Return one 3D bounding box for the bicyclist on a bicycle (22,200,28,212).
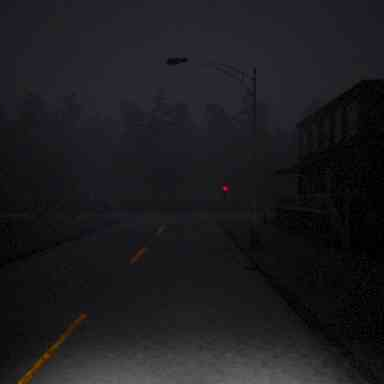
[{"bbox_3d":[-22.025,1.846,43.901,0.582,1.620,1.656,0,0,0],"label":"bicyclist on a bicycle"}]
